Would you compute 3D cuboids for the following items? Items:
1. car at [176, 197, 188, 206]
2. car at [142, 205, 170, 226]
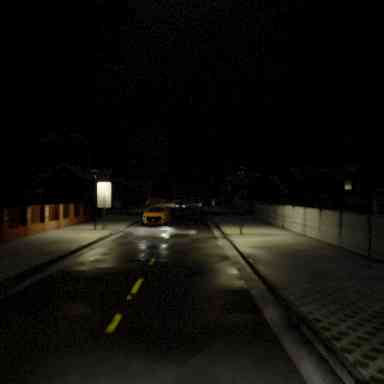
[{"bbox_3d":[-2.782,2.488,82.943,2.097,1.767,4.553,0,-1,0],"label":"car"},{"bbox_3d":[-2.815,1.839,26.968,1.882,1.535,5.008,0,-1,0],"label":"car"}]
